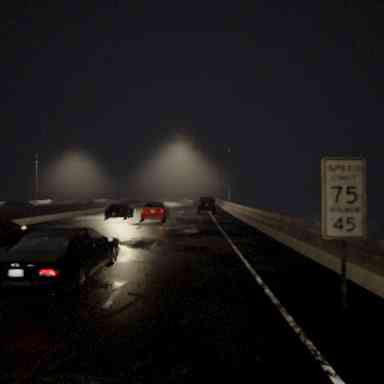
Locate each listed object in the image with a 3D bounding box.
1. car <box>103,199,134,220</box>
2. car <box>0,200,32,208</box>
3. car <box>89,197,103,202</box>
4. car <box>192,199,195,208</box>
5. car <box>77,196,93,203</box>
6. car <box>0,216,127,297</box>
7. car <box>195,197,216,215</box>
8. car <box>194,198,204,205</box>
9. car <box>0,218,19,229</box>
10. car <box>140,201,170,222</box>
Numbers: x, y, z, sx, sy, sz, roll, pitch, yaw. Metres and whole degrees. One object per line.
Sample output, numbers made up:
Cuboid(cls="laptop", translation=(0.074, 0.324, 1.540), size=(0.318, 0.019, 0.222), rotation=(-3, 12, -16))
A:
Cuboid(cls="car", translation=(-6.603, 1.740, 30.689), size=(1.882, 1.535, 5.008), rotation=(0, -1, 1))
Cuboid(cls="car", translation=(-17.266, 1.624, 32.212), size=(2.097, 1.767, 4.553), rotation=(0, 0, 1))
Cuboid(cls="car", translation=(-19.530, 2.231, 70.604), size=(1.895, 1.301, 4.718), rotation=(0, -1, 2))
Cuboid(cls="car", translation=(1.015, 2.031, 58.366), size=(1.837, 1.490, 4.892), rotation=(0, -1, 2))
Cuboid(cls="car", translation=(-22.976, 1.799, 71.971), size=(2.150, 2.045, 5.566), rotation=(0, -1, 2))
Cuboid(cls="car", translation=(-3.369, 1.621, 8.893), size=(2.033, 1.411, 5.357), rotation=(0, 0, 0))
Cuboid(cls="car", translation=(1.701, 1.570, 39.603), size=(2.150, 2.045, 5.566), rotation=(0, -1, 1))
Cuboid(cls="car", translation=(1.629, 2.054, 74.282), size=(1.994, 1.385, 4.181), rotation=(0, -1, 3))
Cuboid(cls="car", translation=(-6.852, 1.567, 11.060), size=(1.882, 1.535, 5.008), rotation=(0, 0, 0))
Cuboid(cls="car", translation=(-3.135, 1.599, 28.865), size=(2.097, 1.767, 4.553), rotation=(0, -1, 1))
